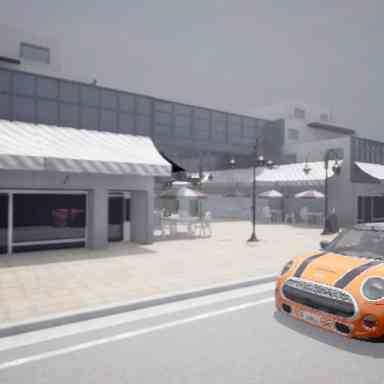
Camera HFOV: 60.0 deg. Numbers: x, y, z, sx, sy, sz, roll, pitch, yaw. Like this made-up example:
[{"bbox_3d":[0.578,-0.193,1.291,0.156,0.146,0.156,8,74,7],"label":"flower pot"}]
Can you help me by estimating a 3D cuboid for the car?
[{"bbox_3d":[3.753,1.424,6.548,4.553,1.767,2.097,1,0,-34],"label":"car"}]
